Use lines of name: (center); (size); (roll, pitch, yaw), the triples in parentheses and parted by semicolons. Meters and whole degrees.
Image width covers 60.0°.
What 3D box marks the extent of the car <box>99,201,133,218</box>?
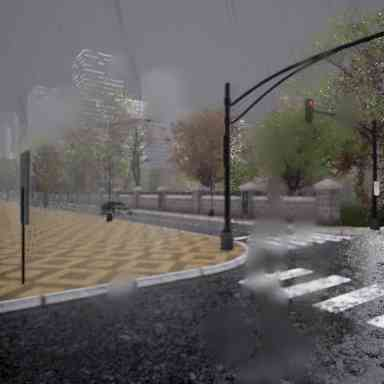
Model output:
car: (-7.242, 1.595, 31.384); (1.812, 1.442, 4.674); (0, 0, -34)
